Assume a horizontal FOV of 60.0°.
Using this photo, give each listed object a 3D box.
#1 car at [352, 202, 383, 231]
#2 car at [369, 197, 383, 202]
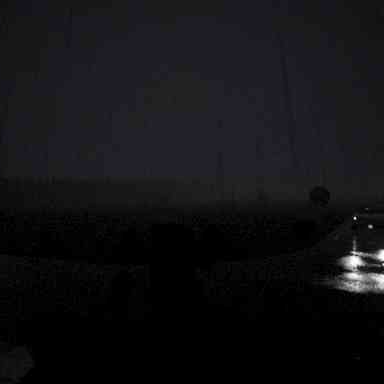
[{"bbox_3d":[10.348,1.468,19.081,1.895,1.301,4.718,1,1,31],"label":"car"},{"bbox_3d":[15.563,1.338,27.758,1.812,1.442,4.674,1,1,32],"label":"car"}]
